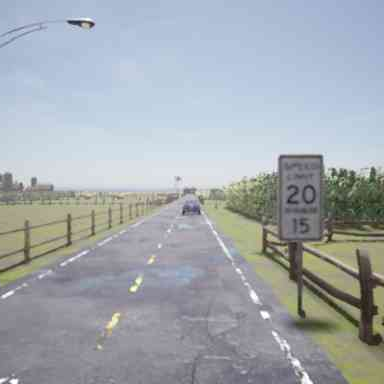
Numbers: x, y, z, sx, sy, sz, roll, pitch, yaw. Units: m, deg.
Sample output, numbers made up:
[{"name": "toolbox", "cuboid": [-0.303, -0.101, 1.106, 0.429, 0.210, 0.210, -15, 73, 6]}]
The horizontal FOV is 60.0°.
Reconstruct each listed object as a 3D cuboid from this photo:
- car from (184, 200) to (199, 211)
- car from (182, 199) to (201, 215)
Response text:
[{"name": "car", "cuboid": [-0.080, 1.873, 48.380, 2.033, 1.411, 5.357, 0, 0, 0]}, {"name": "car", "cuboid": [-0.066, 1.610, 37.770, 2.097, 1.767, 4.553, 0, 0, 0]}]
